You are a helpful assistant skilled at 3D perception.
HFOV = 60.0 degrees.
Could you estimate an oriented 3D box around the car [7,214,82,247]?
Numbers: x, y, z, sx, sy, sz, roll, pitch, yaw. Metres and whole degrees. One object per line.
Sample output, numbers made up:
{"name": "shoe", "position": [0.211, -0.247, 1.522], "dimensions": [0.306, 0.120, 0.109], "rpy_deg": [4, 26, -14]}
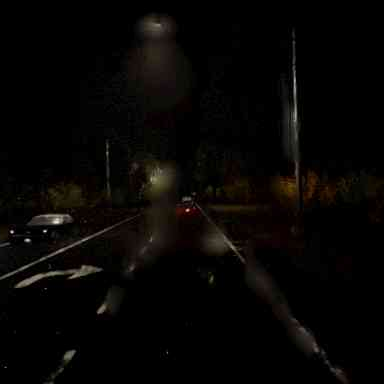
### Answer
{"name": "car", "position": [-7.176, 1.812, 16.687], "dimensions": [1.895, 1.301, 4.718], "rpy_deg": [-1, 0, -1]}

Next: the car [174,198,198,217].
{"name": "car", "position": [-0.429, 1.613, 31.968], "dimensions": [1.994, 1.385, 4.181], "rpy_deg": [-1, 0, -1]}

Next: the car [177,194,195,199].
{"name": "car", "position": [-0.736, 1.550, 51.237], "dimensions": [2.128, 1.511, 4.902], "rpy_deg": [-1, 0, -1]}

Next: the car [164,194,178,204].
{"name": "car", "position": [-4.616, 1.674, 67.773], "dimensions": [2.128, 1.511, 4.902], "rpy_deg": [-2, 0, 3]}
